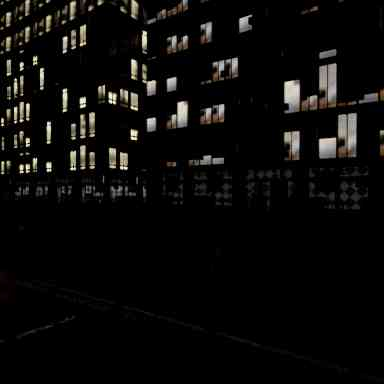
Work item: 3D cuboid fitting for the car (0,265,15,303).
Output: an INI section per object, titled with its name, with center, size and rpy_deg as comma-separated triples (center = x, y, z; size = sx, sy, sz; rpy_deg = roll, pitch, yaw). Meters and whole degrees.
[car]
center = -5.491, 1.526, 6.799
size = 4.829, 1.417, 1.752
rpy_deg = 0, 0, 36
